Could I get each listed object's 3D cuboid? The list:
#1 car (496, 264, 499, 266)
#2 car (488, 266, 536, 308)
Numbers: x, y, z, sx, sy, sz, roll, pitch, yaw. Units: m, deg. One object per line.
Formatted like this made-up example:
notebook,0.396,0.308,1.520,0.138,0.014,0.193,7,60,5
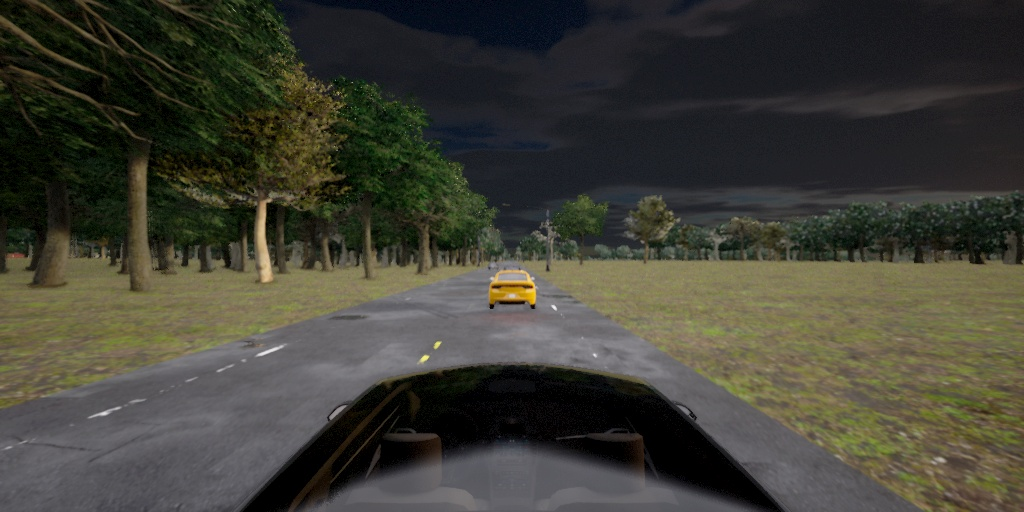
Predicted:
car,0.022,1.547,30.365,2.128,1.511,4.902,0,0,0
car,0.027,1.380,16.103,1.882,1.535,5.008,0,0,0
